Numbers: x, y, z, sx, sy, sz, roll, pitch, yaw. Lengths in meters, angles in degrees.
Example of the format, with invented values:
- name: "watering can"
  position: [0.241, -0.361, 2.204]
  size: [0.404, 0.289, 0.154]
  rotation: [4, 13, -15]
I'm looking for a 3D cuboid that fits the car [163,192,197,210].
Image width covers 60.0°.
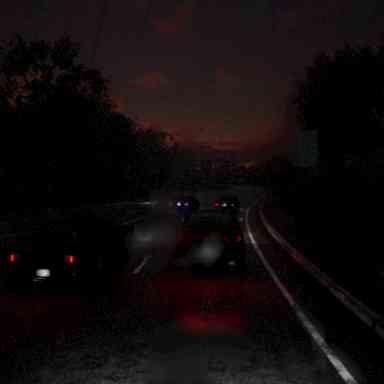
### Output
- name: "car"
  position: [-0.533, 0.958, 28.089]
  size: [2.033, 1.411, 5.357]
  rotation: [0, 1, 11]

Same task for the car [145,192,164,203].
- name: "car"
  position: [-4.590, 0.638, 43.222]
  size: [1.994, 1.385, 4.181]
  rotation: [0, 1, 14]

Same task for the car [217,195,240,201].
- name: "car"
  position: [2.942, 0.974, 27.642]
  size: [2.033, 1.411, 5.357]
  rotation: [0, 1, 11]

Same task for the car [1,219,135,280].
- name: "car"
  position: [-3.010, 1.400, 9.341]
  size: [1.895, 1.301, 4.718]
  rotation: [0, 1, 4]

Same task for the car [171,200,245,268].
- name: "car"
  position: [0.609, 1.256, 10.558]
  size: [1.882, 1.535, 5.008]
  rotation: [0, 1, 5]
